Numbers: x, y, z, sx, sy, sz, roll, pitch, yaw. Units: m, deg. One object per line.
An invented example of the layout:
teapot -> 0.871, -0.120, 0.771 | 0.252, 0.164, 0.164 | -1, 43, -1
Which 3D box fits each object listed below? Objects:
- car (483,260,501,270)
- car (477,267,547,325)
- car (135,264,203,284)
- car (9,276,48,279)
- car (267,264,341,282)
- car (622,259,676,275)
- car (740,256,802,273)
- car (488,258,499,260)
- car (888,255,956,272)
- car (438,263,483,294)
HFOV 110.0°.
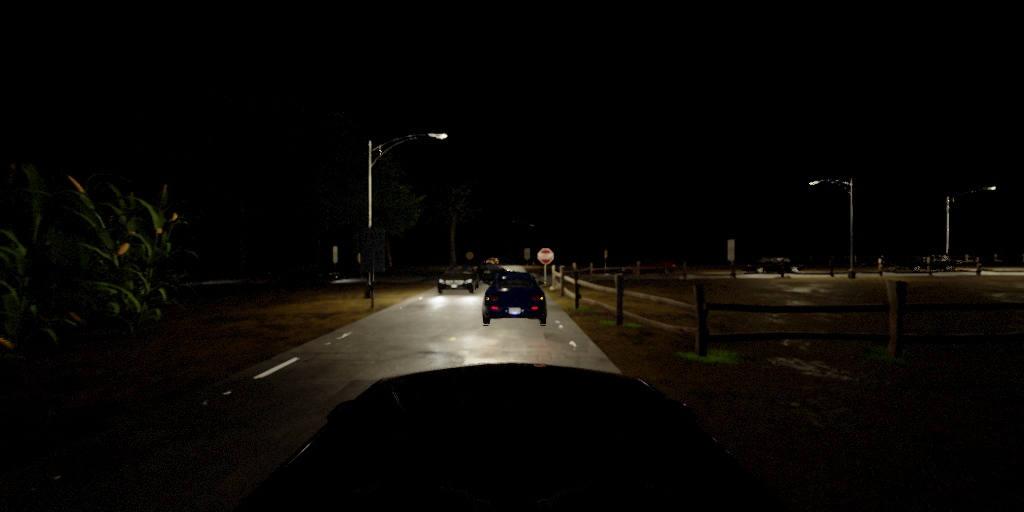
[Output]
car -> -1.787, 1.223, 26.507 | 1.994, 1.385, 4.181 | 0, 0, -23
car -> 0.068, 1.234, 11.516 | 1.812, 1.442, 4.674 | 0, 0, 0
car -> -28.782, 1.450, 29.970 | 5.008, 1.535, 1.882 | 0, 1, 0
car -> -41.702, 1.609, 30.017 | 4.902, 1.511, 2.128 | 0, 1, 0
car -> -17.330, 1.391, 29.973 | 5.357, 1.411, 2.033 | -1, 1, -1
car -> 12.503, 0.984, 32.869 | 4.674, 1.442, 1.812 | -1, 1, 2
car -> 23.600, 0.806, 32.807 | 5.008, 1.535, 1.882 | -1, 1, 0
car -> -2.962, 1.204, 45.543 | 1.895, 1.301, 4.718 | 0, 0, -2
car -> 37.438, 0.666, 32.760 | 4.892, 1.490, 1.837 | -1, 1, 0
car -> -2.815, 1.206, 19.744 | 1.812, 1.442, 4.674 | 0, 0, 0
